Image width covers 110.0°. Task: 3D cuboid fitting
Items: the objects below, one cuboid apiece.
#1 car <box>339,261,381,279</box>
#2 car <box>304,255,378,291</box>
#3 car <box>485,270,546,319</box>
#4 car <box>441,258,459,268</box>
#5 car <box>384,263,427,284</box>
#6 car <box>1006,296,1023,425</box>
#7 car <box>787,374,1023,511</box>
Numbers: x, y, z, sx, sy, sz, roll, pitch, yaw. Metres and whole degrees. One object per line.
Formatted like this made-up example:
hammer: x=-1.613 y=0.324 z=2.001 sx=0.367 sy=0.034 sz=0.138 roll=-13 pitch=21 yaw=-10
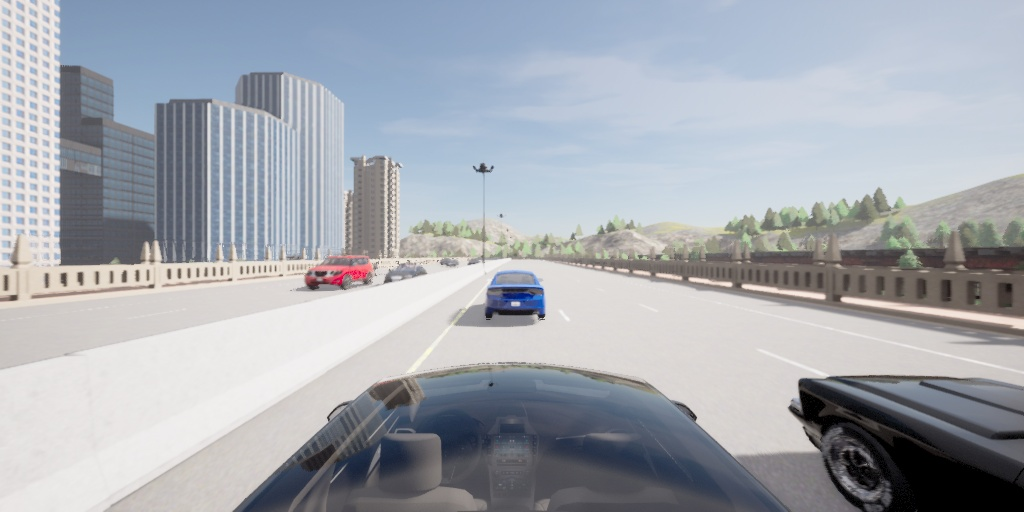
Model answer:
car: x=-14.086 y=1.255 z=33.536 sx=1.837 sy=1.490 sz=4.892 roll=0 pitch=0 yaw=0
car: x=-10.593 y=0.973 z=22.500 sx=2.150 sy=2.045 sz=5.566 roll=0 pitch=0 yaw=0
car: x=0.103 y=1.227 z=12.781 sx=1.882 sy=1.535 sz=5.008 roll=0 pitch=0 yaw=0
car: x=-10.504 y=1.242 z=63.463 sx=2.128 sy=1.511 sz=4.902 roll=0 pitch=0 yaw=1
car: x=-7.092 y=1.241 z=24.336 sx=2.128 sy=1.511 sz=4.902 roll=0 pitch=0 yaw=0
car: x=7.100 y=1.241 z=1.932 sx=2.128 sy=1.511 sz=4.902 roll=0 pitch=0 yaw=0
car: x=3.600 y=1.351 z=1.301 sx=1.895 sy=1.301 sz=4.718 roll=0 pitch=0 yaw=0
